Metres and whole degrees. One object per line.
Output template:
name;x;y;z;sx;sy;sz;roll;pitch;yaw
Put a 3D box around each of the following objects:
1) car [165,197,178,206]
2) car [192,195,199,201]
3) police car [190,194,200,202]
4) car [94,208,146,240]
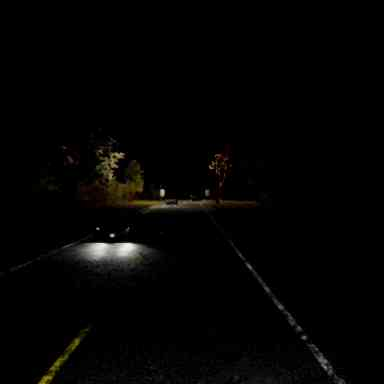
car;-3.552;1.652;58.760;1.812;1.442;4.674;0;0;0
car;1.056;1.691;94.880;1.837;1.490;4.892;0;0;0
police car;1.047;1.597;84.996;1.930;1.638;5.238;0;0;0
car;-3.599;1.590;17.697;2.033;1.411;5.357;0;0;0
